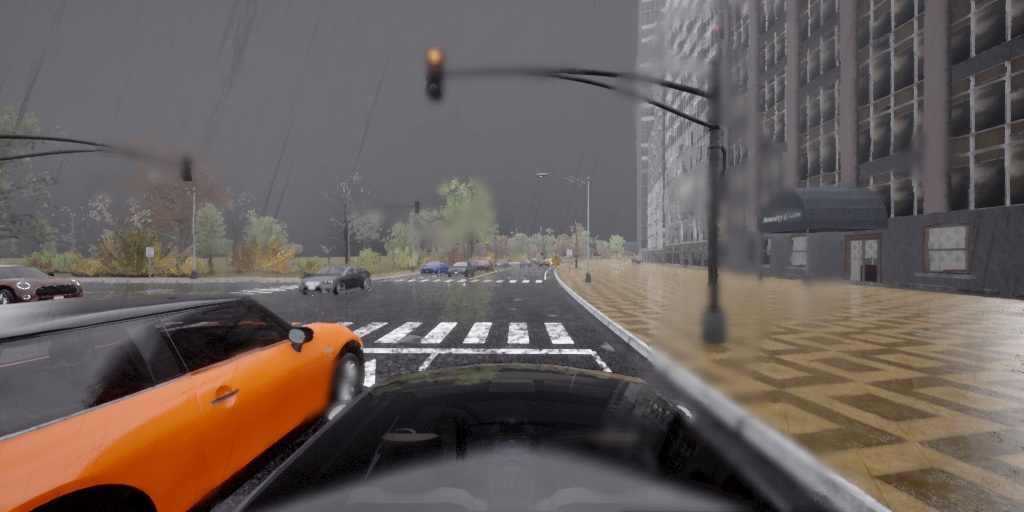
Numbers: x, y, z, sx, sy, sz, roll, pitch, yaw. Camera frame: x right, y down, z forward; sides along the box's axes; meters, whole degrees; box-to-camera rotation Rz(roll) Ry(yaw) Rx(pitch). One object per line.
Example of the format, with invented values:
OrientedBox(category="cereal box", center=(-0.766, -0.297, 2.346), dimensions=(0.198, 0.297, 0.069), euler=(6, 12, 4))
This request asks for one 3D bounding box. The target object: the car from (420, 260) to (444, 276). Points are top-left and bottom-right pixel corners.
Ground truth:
OrientedBox(category="car", center=(-8.005, 1.224, 37.385), dimensions=(1.882, 1.535, 5.008), euler=(0, 0, 6))

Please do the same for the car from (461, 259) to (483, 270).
OrientedBox(category="car", center=(-6.001, 1.240, 53.969), dimensions=(2.128, 1.511, 4.902), euler=(0, 0, 8))

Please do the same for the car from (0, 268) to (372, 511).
OrientedBox(category="car", center=(-3.103, 1.102, 3.187), dimensions=(2.097, 1.767, 4.553), euler=(0, 0, 0))

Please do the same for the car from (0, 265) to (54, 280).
OrientedBox(category="car", center=(-20.969, 1.159, 14.958), dimensions=(4.553, 1.767, 2.097), euler=(0, 0, 4))

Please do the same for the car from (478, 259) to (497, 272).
OrientedBox(category="car", center=(-3.646, 1.227, 47.128), dimensions=(1.882, 1.535, 5.008), euler=(0, 0, 7))

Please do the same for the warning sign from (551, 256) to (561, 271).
OrientedBox(category="warning sign", center=(5.451, 0.868, 44.118), dimensions=(1.300, 1.860, 1.060), euler=(0, 0, 7))

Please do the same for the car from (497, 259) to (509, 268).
OrientedBox(category="car", center=(-1.756, 1.240, 60.187), dimensions=(2.128, 1.511, 4.902), euler=(0, 0, 10))

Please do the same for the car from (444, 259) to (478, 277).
OrientedBox(category="car", center=(-4.937, 1.273, 35.375), dimensions=(1.812, 1.442, 4.674), euler=(0, 0, 6))

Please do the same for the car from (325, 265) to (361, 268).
OrientedBox(category="car", center=(-9.342, 1.239, 19.395), dimensions=(2.128, 1.511, 4.902), euler=(0, 0, 3))
